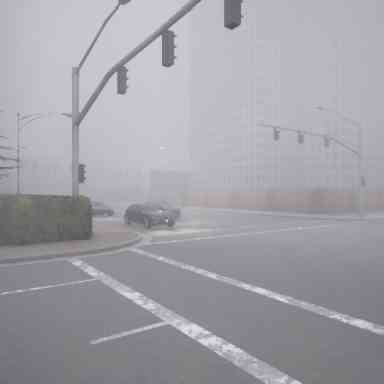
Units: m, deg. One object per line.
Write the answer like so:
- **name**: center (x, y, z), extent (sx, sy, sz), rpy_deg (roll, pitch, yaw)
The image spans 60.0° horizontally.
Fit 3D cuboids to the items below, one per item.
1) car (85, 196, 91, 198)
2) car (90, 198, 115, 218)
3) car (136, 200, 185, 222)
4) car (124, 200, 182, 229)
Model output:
- **car**: center (-14.236, 1.351, 44.367), extent (2.097, 1.767, 4.553), rpy_deg (0, 0, -35)
- **car**: center (-8.898, 1.547, 30.613), extent (2.033, 1.411, 5.357), rpy_deg (0, 0, -35)
- **car**: center (-2.761, 1.478, 27.976), extent (1.882, 1.535, 5.008), rpy_deg (0, 0, -35)
- **car**: center (-2.903, 1.505, 22.098), extent (1.837, 1.490, 4.892), rpy_deg (0, 0, -35)
